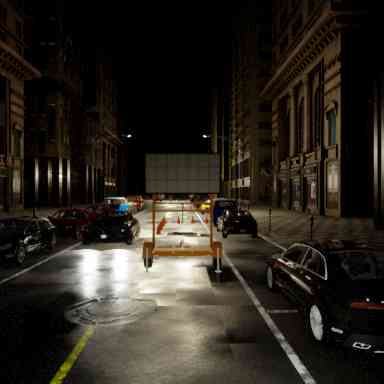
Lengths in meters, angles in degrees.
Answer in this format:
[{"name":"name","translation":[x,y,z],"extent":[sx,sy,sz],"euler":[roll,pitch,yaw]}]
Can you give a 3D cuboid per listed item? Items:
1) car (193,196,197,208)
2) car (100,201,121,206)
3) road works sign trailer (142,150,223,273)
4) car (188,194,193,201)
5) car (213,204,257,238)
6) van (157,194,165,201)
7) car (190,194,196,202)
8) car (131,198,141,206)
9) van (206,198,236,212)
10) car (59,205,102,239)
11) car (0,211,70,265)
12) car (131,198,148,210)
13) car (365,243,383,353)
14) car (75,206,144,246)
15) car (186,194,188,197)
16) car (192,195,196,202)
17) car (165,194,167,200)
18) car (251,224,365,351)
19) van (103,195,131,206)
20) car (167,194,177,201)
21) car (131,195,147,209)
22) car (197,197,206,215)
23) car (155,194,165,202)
[{"name":"car","translation":[1.454,1.598,45.465],"extent":[1.802,1.307,4.206],"euler":[0,0,-2]},{"name":"car","translation":[-6.416,1.551,22.741],"extent":[1.887,1.381,4.507],"euler":[0,0,-2]},{"name":"road works sign trailer","translation":[-0.301,0.466,10.673],"extent":[2.380,3.560,2.880],"euler":[0,0,-2]},{"name":"car","translation":[0.802,1.600,67.931],"extent":[1.947,1.339,4.313],"euler":[0,0,-2]},{"name":"car","translation":[2.268,1.555,17.383],"extent":[2.008,1.369,4.403],"euler":[0,0,-2]},{"name":"van","translation":[-8.370,1.398,90.133],"extent":[1.690,1.788,3.998],"euler":[0,0,-2]},{"name":"car","translation":[1.123,1.549,56.868],"extent":[1.752,1.417,4.829],"euler":[0,0,-2]},{"name":"car","translation":[-6.741,1.562,33.973],"extent":[2.008,1.369,4.403],"euler":[0,0,-2]},{"name":"van","translation":[2.106,1.347,22.999],"extent":[1.690,1.788,3.998],"euler":[0,0,-2]},{"name":"car","translation":[-6.253,1.549,17.125],"extent":[1.887,1.381,4.507],"euler":[0,0,-2]},{"name":"car","translation":[-6.090,1.553,11.515],"extent":[2.008,1.369,4.403],"euler":[0,0,-2]},{"name":"car","translation":[-7.062,1.542,45.035],"extent":[1.752,1.417,4.829],"euler":[0,0,-2]},{"name":"car","translation":[2.757,1.315,0.534],"extent":[2.192,1.841,5.009],"euler":[0,0,-2]},{"name":"car","translation":[-3.533,1.567,15.133],"extent":[1.994,1.385,4.181],"euler":[0,0,-2]},{"name":"car","translation":[0.151,1.372,90.396],"extent":[2.192,1.841,5.009],"euler":[0,0,-2]},{"name":"car","translation":[1.291,1.601,51.081],"extent":[1.802,1.307,4.206],"euler":[0,0,-2]},{"name":"car","translation":[-8.208,1.617,84.517],"extent":[1.947,1.339,4.313],"euler":[0,0,-2]},{"name":"car","translation":[2.594,1.552,6.150],"extent":[2.008,1.369,4.403],"euler":[0,0,-2]},{"name":"van","translation":[-6.578,1.350,28.357],"extent":[1.690,1.788,3.998],"euler":[0,0,-2]},{"name":"car","translation":[-5.475,1.529,85.584],"extent":[1.882,1.535,5.008],"euler":[0,0,-2]},{"name":"car","translation":[-6.904,1.329,39.589],"extent":[2.192,1.841,5.009],"euler":[0,0,-2]},{"name":"car","translation":[1.775,1.537,34.402],"extent":[1.752,1.417,4.829],"euler":[0,0,-2]},{"name":"car","translation":[-8.045,1.627,78.901],"extent":[1.802,1.307,4.206],"euler":[0,0,-2]}]
